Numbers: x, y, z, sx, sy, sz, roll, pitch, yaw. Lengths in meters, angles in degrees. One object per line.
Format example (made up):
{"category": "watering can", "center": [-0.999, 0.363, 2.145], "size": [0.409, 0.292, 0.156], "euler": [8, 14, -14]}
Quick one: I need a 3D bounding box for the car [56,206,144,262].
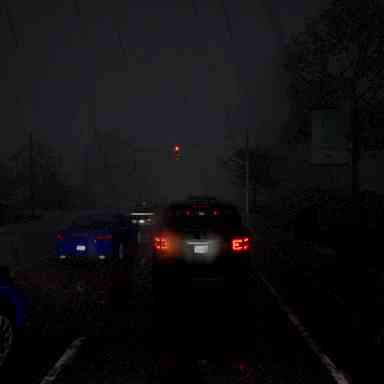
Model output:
{"category": "car", "center": [-3.169, 1.478, 12.166], "size": [1.882, 1.535, 5.008], "euler": [0, 0, 2]}

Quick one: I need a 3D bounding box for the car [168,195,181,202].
{"category": "car", "center": [-4.052, 1.525, 78.340], "size": [2.128, 1.511, 4.902], "euler": [0, 0, 9]}

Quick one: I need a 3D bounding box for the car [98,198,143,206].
{"category": "car", "center": [-8.305, 1.525, 37.756], "size": [4.674, 1.442, 1.812], "euler": [0, 0, -6]}

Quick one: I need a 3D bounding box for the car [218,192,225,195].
{"category": "car", "center": [0.596, 1.221, 19.560], "size": [2.150, 2.045, 5.566], "euler": [0, 0, 2]}

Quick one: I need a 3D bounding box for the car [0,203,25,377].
{"category": "car", "center": [-3.362, 1.221, 2.181], "size": [2.150, 2.045, 5.566], "euler": [0, 0, 0]}

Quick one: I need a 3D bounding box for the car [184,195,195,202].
{"category": "car", "center": [-0.536, 1.478, 78.156], "size": [1.882, 1.535, 5.008], "euler": [0, 0, 9]}

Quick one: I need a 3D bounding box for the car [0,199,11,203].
{"category": "car", "center": [-21.949, 1.530, 38.087], "size": [4.674, 1.442, 1.812], "euler": [1, 0, 7]}

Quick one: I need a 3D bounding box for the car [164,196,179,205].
{"category": "car", "center": [-3.449, 1.526, 57.908], "size": [1.812, 1.442, 4.674], "euler": [0, 0, 7]}

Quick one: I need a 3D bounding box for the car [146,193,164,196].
{"category": "car", "center": [-6.990, 1.221, 57.815], "size": [2.150, 2.045, 5.566], "euler": [0, 0, 7]}

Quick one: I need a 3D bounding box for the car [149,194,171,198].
{"category": "car", "center": [-4.486, 1.477, 48.648], "size": [1.882, 1.535, 5.008], "euler": [0, 0, 6]}

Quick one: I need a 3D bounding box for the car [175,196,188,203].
{"category": "car", "center": [-2.099, 1.564, 67.897], "size": [1.994, 1.385, 4.181], "euler": [0, 0, 9]}

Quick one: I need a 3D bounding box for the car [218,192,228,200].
{"category": "car", "center": [8.399, 1.093, 88.623], "size": [2.150, 2.045, 5.566], "euler": [0, 0, 11]}

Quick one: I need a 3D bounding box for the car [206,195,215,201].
{"category": "car", "center": [4.884, 1.524, 88.862], "size": [1.812, 1.442, 4.674], "euler": [0, 0, 11]}

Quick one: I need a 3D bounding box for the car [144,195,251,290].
{"category": "car", "center": [0.254, 1.221, 9.228], "size": [2.150, 2.045, 5.566], "euler": [0, 0, 1]}

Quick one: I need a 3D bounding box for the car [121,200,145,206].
{"category": "car", "center": [-2.806, 1.491, 21.657], "size": [2.128, 1.511, 4.902], "euler": [0, 0, 2]}

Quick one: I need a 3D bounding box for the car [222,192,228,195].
{"category": "car", "center": [6.611, 1.350, 78.457], "size": [2.097, 1.767, 4.553], "euler": [0, 0, 10]}

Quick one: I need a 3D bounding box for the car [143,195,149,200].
{"category": "car", "center": [-8.017, 1.564, 48.515], "size": [1.994, 1.385, 4.181], "euler": [0, 0, 6]}
